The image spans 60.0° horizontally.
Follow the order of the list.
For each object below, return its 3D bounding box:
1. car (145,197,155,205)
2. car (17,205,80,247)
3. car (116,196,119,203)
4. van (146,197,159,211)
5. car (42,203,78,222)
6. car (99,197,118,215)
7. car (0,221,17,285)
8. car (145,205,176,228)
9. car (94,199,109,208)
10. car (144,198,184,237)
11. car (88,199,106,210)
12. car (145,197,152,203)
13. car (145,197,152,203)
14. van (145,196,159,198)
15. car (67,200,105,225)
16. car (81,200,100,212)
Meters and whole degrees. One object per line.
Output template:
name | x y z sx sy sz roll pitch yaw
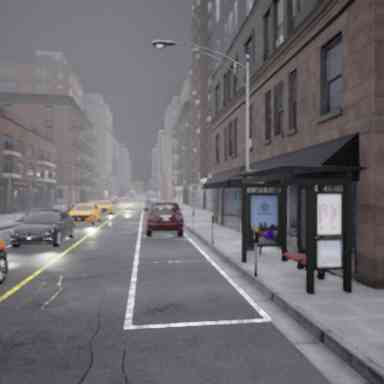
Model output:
car | -8.537 1.851 67.089 1.967 1.590 4.097 0 0 -8
car | -6.764 1.597 15.508 1.837 1.490 4.892 0 0 -8
car | -17.270 1.998 71.305 1.802 1.307 4.206 0 0 -8
van | -5.470 1.626 45.684 1.690 1.788 3.998 0 0 -8
car | -11.188 1.707 28.486 1.887 1.381 4.507 0 0 -8
car | -9.839 1.701 37.560 1.882 1.535 5.008 0 0 -7
car | -5.518 1.390 6.509 2.097 1.767 4.553 0 0 -7
car | -2.404 1.709 24.276 2.008 1.369 4.403 0 0 -8
car | -14.989 1.887 55.248 1.947 1.339 4.313 0 0 -8
car | -1.637 1.441 18.926 2.192 1.841 5.009 0 0 -8
car | -14.229 1.840 49.895 2.008 1.369 4.403 0 0 -8
car | -10.860 2.033 83.311 1.752 1.417 4.829 0 0 -8
car | -11.603 2.089 88.494 2.008 1.369 4.403 0 0 -8
van | -3.937 1.563 34.980 1.690 1.788 3.998 0 0 -8
car | -8.183 1.629 25.565 1.882 1.535 5.008 0 0 -8
car | -13.445 1.782 44.376 1.752 1.417 4.829 0 0 -8
